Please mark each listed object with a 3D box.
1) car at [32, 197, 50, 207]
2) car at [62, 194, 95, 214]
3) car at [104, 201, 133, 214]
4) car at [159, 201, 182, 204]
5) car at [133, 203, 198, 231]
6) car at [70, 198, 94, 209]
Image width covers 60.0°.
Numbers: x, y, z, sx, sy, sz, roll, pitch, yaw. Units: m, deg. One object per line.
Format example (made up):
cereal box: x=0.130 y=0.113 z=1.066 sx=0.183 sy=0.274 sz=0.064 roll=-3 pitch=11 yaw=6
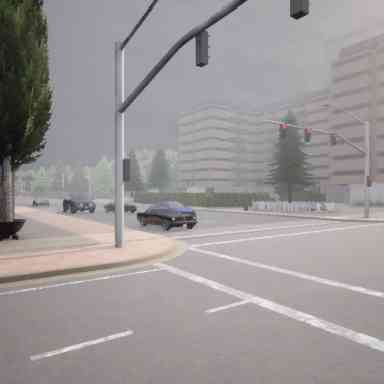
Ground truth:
car: x=-23.145 y=1.561 z=50.820 sx=1.812 sy=1.442 sz=4.674 roll=0 pitch=0 yaw=-36
car: x=-12.144 y=1.221 z=35.401 sx=2.150 sy=2.045 sz=5.566 roll=0 pitch=0 yaw=-36
car: x=-7.546 y=1.601 z=35.010 sx=1.895 sy=1.301 sz=4.718 roll=0 pitch=0 yaw=-36
car: x=-1.630 y=1.478 z=26.809 sx=1.882 sy=1.535 sz=5.008 roll=0 pitch=0 yaw=-36
car: x=-1.658 y=1.601 z=20.816 sx=1.895 sy=1.301 sz=4.718 roll=0 pitch=0 yaw=-35
car: x=-15.058 y=1.526 z=45.466 sx=1.812 sy=1.442 sz=4.674 roll=0 pitch=0 yaw=-36
